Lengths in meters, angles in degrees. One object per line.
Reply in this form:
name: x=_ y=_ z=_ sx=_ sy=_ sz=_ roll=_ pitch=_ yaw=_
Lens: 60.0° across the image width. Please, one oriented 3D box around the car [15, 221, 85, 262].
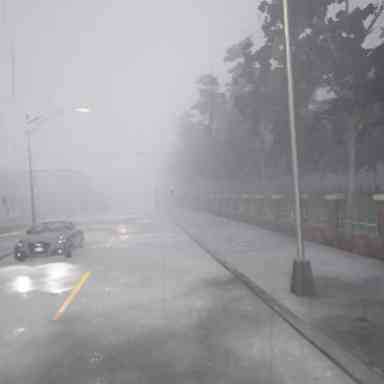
car: x=-5.890 y=1.948 z=14.174 sx=1.994 sy=1.385 sz=4.181 roll=-3 pitch=0 yaw=-8
